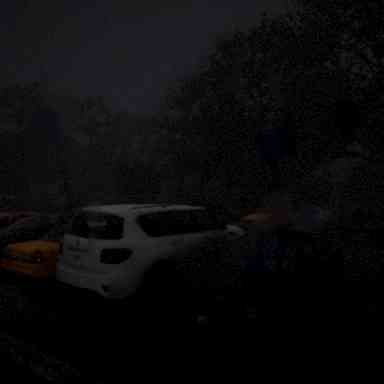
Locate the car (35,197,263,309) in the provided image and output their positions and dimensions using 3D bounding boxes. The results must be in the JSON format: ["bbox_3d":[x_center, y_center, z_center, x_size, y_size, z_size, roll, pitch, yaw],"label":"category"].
[{"bbox_3d":[-0.584,1.299,8.430,2.435,2.045,5.566,1,0,36],"label":"car"}]

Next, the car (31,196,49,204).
[{"bbox_3d":[-13.080,1.404,33.626,2.097,1.535,5.008,0,0,36],"label":"car"}]

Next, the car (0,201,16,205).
[{"bbox_3d":[-12.044,1.438,16.480,1.946,1.575,5.366,1,0,36],"label":"car"}]

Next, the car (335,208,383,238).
[{"bbox_3d":[9.313,1.595,17.337,2.163,1.488,4.792,1,0,36],"label":"car"}]

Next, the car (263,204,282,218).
[{"bbox_3d":[4.737,1.519,20.464,1.946,1.575,5.366,1,0,36],"label":"car"}]

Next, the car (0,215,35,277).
[{"bbox_3d":[-2.741,1.525,10.188,1.946,1.575,5.366,1,0,36],"label":"car"}]

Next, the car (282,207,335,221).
[{"bbox_3d":[7.087,1.584,18.986,2.002,1.452,4.674,1,0,36],"label":"car"}]

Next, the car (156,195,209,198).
[{"bbox_3d":[0.381,1.226,23.889,2.435,2.045,5.566,1,0,36],"label":"car"}]

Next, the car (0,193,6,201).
[{"bbox_3d":[-19.826,1.159,38.478,2.435,2.045,5.566,0,0,36],"label":"car"}]

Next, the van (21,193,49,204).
[{"bbox_3d":[-15.257,1.180,35.342,1.878,1.987,4.442,0,0,36],"label":"van"}]

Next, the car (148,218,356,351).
[{"bbox_3d":[1.648,1.572,6.782,2.097,1.535,5.008,1,0,36],"label":"car"}]

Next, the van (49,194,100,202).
[{"bbox_3d":[-10.892,1.179,31.898,1.878,1.987,4.442,0,0,36],"label":"van"}]

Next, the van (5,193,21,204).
[{"bbox_3d":[-17.636,1.182,36.780,1.878,1.987,4.442,0,0,36],"label":"van"}]

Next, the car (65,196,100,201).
[{"bbox_3d":[-8.584,1.438,30.393,2.163,1.488,4.792,0,0,36],"label":"car"}]

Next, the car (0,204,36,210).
[{"bbox_3d":[-7.452,1.481,13.148,1.946,1.575,5.366,1,0,36],"label":"car"}]

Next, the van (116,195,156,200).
[{"bbox_3d":[-4.152,1.209,27.286,1.878,1.987,4.442,0,0,36],"label":"van"}]

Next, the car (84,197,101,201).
[{"bbox_3d":[-6.448,1.448,28.843,2.163,1.488,4.792,0,0,36],"label":"car"}]

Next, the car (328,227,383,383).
[{"bbox_3d":[3.874,1.624,5.124,2.163,1.488,4.792,1,0,36],"label":"car"}]

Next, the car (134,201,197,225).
[{"bbox_3d":[-1.896,1.485,25.470,2.163,1.488,4.792,1,0,36],"label":"car"}]

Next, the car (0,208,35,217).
[{"bbox_3d":[-5.093,1.507,11.674,2.231,1.521,4.892,1,0,36],"label":"car"}]
